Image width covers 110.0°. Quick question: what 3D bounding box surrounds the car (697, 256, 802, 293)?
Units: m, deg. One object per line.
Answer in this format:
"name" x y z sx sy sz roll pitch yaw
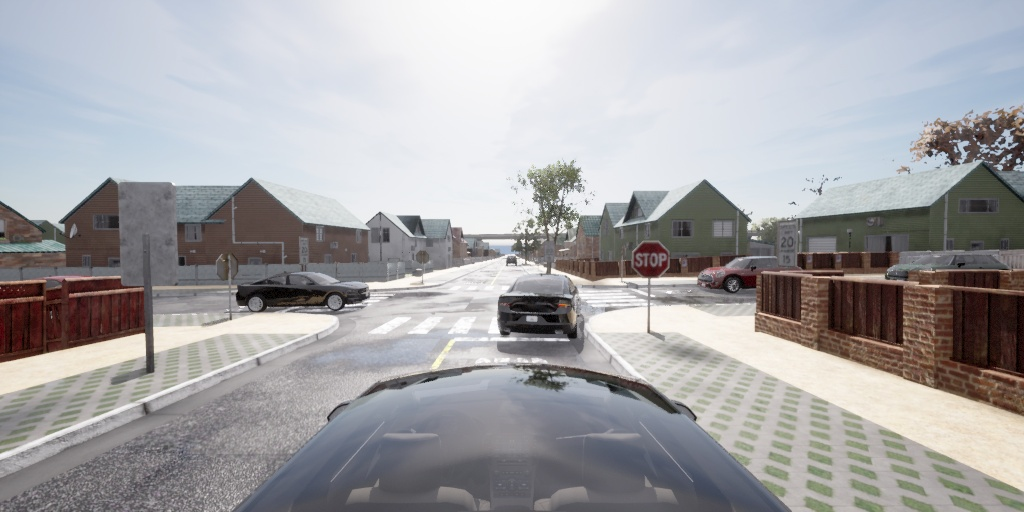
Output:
"car" 11.789 0.820 17.884 4.553 1.767 2.097 -1 2 0

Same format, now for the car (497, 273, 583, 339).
"car" 0.949 1.224 10.262 1.882 1.535 5.008 0 0 12

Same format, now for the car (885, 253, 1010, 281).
"car" 21.684 0.646 17.966 4.553 1.767 2.097 -1 2 0

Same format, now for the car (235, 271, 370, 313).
"car" -8.483 1.377 14.778 5.008 1.535 1.882 -1 2 0

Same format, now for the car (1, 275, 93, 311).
"car" -18.035 1.547 14.705 5.008 1.535 1.882 -1 2 0
